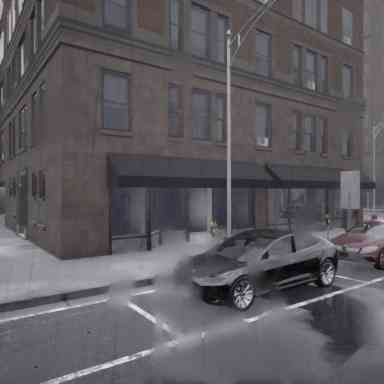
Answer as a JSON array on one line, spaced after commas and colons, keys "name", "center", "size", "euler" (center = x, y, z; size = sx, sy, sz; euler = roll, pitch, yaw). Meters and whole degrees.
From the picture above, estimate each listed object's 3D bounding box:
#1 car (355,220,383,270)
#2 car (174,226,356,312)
[{"name": "car", "center": [6.122, 1.582, 10.905], "size": [4.206, 1.307, 1.802], "euler": [0, 0, -36]}, {"name": "car", "center": [1.644, 1.566, 7.709], "size": [4.313, 1.339, 1.947], "euler": [0, 0, -36]}]
